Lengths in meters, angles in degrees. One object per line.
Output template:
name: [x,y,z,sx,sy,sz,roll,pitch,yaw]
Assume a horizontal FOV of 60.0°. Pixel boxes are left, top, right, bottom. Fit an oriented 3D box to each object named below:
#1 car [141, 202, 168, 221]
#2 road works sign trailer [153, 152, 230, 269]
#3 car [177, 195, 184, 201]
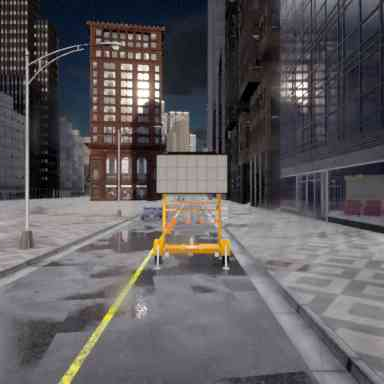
car: [-3.007,1.538,27.207,1.812,1.442,4.674,0,0,0]
road works sign trailer: [-0.002,0.465,11.085,2.380,3.560,2.880,0,0,0]
car: [-3.024,1.688,90.986,2.128,1.511,4.902,0,0,0]
